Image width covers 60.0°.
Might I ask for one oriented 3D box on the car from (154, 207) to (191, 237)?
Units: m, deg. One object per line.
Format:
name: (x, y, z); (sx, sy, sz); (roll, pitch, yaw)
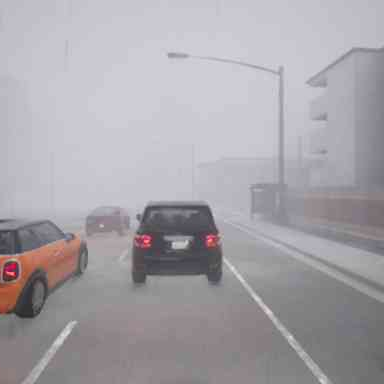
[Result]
car: (-1.190, 1.647, 19.543); (1.895, 1.301, 4.718); (0, 0, -4)

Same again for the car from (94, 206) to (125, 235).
car: (-4.649, 1.527, 18.915); (1.882, 1.535, 5.008); (0, 0, -4)

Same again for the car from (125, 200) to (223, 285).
car: (-0.494, 1.244, 9.797); (2.150, 2.045, 5.566); (0, 0, -5)

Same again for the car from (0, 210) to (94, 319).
car: (-3.884, 1.376, 7.512); (2.097, 1.767, 4.553); (0, 0, -3)
